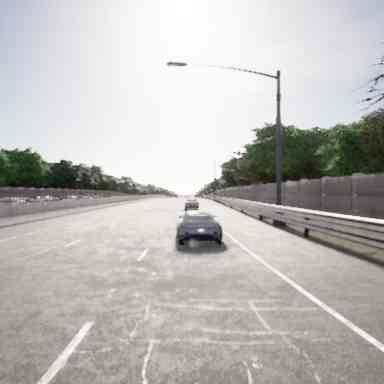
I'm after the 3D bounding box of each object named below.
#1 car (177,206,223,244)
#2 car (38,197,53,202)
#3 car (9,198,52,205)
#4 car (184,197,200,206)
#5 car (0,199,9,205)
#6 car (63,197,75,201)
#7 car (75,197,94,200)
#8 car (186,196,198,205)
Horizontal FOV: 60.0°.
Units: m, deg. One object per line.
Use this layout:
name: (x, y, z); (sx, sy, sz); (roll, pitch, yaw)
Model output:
car: (0.290, 1.566, 15.850); (1.994, 1.385, 4.181); (0, 0, -3)
car: (-24.512, 1.504, 54.610); (2.128, 1.511, 4.902); (0, 0, 0)
car: (-17.585, 1.615, 36.462); (1.895, 1.301, 4.718); (0, 0, 0)
car: (0.002, 1.542, 42.357); (2.033, 1.411, 5.357); (0, 0, 0)
car: (-21.077, 1.524, 37.746); (1.837, 1.490, 4.892); (0, 0, 0)
car: (-21.000, 1.553, 58.346); (2.033, 1.411, 5.357); (0, 0, 0)
car: (-17.512, 1.530, 55.817); (1.812, 1.442, 4.674); (0, 0, 0)
car: (0.001, 1.548, 61.674); (1.994, 1.385, 4.181); (0, 0, 0)
